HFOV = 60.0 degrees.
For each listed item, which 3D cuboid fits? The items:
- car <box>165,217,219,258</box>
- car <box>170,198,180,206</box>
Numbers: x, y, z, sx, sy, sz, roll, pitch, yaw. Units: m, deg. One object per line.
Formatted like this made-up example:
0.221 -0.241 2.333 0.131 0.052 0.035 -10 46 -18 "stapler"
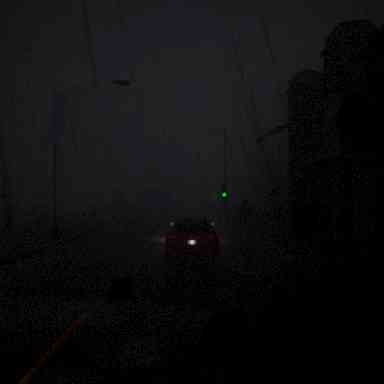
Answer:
0.019 1.717 13.469 1.994 1.385 4.181 0 -1 0 "car"
-3.983 2.217 76.676 2.097 1.767 4.553 0 -1 0 "car"
